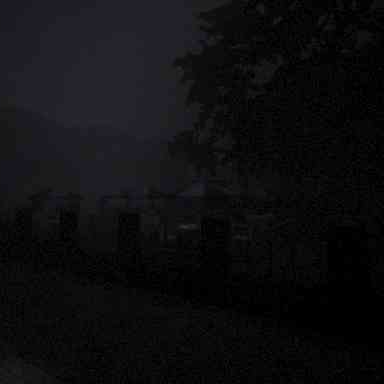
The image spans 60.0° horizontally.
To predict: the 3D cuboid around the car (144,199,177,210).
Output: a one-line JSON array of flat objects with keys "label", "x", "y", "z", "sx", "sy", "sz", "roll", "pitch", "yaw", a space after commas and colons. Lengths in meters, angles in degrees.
[{"label": "car", "x": -3.882, "y": 1.512, "z": 41.872, "sx": 1.882, "sy": 1.535, "sz": 5.008, "roll": 0, "pitch": 0, "yaw": 36}]
